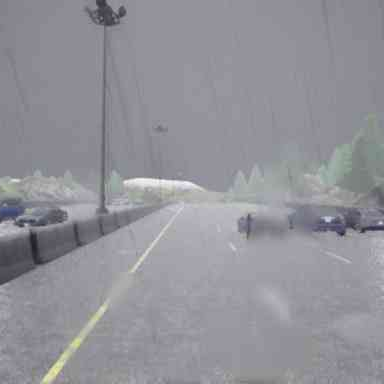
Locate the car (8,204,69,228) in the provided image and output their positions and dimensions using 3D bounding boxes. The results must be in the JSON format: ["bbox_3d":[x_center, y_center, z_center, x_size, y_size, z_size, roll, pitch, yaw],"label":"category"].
[{"bbox_3d":[-10.601,1.732,23.941,2.033,1.411,5.357,0,0,0],"label":"car"}]

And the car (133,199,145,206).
[{"bbox_3d":[-10.507,2.037,66.293,1.812,1.442,4.674,0,0,0],"label":"car"}]

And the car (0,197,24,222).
[{"bbox_3d":[-14.099,1.406,23.985,2.150,2.045,5.566,0,0,0],"label":"car"}]

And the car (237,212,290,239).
[{"bbox_3d":[3.599,1.744,18.144,1.895,1.301,4.718,0,0,0],"label":"car"}]

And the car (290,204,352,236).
[{"bbox_3d":[7.099,1.506,19.491,2.097,1.767,4.553,0,0,0],"label":"car"}]

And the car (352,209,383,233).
[{"bbox_3d":[10.599,1.728,20.677,1.994,1.385,4.181,0,0,0],"label":"car"}]

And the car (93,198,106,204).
[{"bbox_3d":[-21.006,2.052,75.704,1.812,1.442,4.674,0,0,0],"label":"car"}]

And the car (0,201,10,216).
[{"bbox_3d":[-21.086,1.752,34.031,2.128,1.511,4.902,0,0,0],"label":"car"}]

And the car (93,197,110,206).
[{"bbox_3d":[-17.506,1.876,66.238,2.097,1.767,4.553,0,-1,0],"label":"car"}]

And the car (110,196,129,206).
[{"bbox_3d":[-14.006,1.746,66.171,2.150,2.045,5.566,0,0,0],"label":"car"}]
